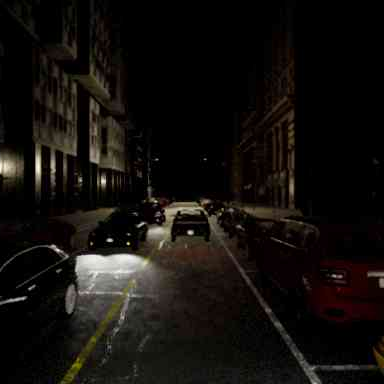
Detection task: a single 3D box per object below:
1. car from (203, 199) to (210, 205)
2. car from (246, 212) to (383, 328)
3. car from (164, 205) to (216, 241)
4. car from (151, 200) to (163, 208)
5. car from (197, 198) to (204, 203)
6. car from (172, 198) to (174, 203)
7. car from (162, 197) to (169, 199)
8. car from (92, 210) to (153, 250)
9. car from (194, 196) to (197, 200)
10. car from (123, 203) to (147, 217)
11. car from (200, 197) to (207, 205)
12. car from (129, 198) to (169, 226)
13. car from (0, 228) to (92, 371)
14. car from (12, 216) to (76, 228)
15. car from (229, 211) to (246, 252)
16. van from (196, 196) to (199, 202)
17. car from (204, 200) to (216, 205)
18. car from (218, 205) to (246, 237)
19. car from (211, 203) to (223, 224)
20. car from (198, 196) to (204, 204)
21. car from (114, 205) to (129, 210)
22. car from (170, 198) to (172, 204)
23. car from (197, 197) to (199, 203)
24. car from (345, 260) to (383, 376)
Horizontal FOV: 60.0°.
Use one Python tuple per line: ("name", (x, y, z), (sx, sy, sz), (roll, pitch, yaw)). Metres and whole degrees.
("car", (2.600, 1.920, 40.635), (1.802, 1.307, 4.206), (0, 0, 0))
("car", (2.737, 1.371, 7.027), (2.192, 1.841, 5.009), (0, 0, 0))
("car", (-0.075, 1.638, 17.525), (2.128, 1.511, 4.902), (0, 0, 0))
("car", (-5.995, 2.072, 57.388), (1.802, 1.307, 4.206), (0, 0, 0))
("car", (2.392, 2.360, 91.048), (1.802, 1.307, 4.206), (0, -1, 0))
("car", (-6.087, 2.237, 79.797), (2.008, 1.369, 4.403), (0, -1, 0))
("car", (-6.019, 1.853, 62.993), (2.192, 1.841, 5.009), (0, 0, 0))
("car", (-3.133, 1.691, 14.786), (1.994, 1.385, 4.181), (0, 0, 1))
("car", (2.414, 2.042, 85.448), (2.192, 1.841, 5.009), (0, -1, 0))
("car", (-5.902, 1.881, 34.981), (1.802, 1.307, 4.206), (0, 0, 0))
("car", (2.576, 1.826, 46.237), (1.967, 1.590, 4.097), (0, 0, 0))
("car", (-3.148, 1.566, 25.176), (2.097, 1.767, 4.553), (0, -1, 0))
("car", (-3.112, 1.549, 4.708), (1.837, 1.490, 4.892), (0, -1, 0))
("car", (-5.810, 1.656, 12.574), (1.887, 1.381, 4.507), (0, 0, 0))
("car", (2.715, 1.648, 12.627), (1.887, 1.381, 4.507), (0, 0, 0))
("van", (2.460, 1.969, 74.245), (1.690, 1.788, 3.998), (0, -1, 0))
("car", (2.623, 1.856, 35.033), (1.947, 1.339, 4.313), (0, 0, 0))
("car", (2.691, 1.676, 18.399), (1.752, 1.417, 4.829), (0, 0, 0))
("car", (2.668, 1.747, 23.830), (2.008, 1.369, 4.403), (0, 0, 0))
("car", (2.530, 1.922, 57.439), (1.967, 1.590, 4.097), (0, 0, 0))
("car", (-5.879, 1.834, 29.380), (1.802, 1.307, 4.206), (0, 0, 0))
("car", (-6.064, 2.076, 74.195), (1.967, 1.590, 4.097), (0, 0, 0))
("car", (2.483, 2.105, 68.812), (1.752, 1.417, 4.829), (0, -1, 0))
("car", (2.760, 1.537, 1.594), (1.752, 1.417, 4.829), (0, 0, 0))
